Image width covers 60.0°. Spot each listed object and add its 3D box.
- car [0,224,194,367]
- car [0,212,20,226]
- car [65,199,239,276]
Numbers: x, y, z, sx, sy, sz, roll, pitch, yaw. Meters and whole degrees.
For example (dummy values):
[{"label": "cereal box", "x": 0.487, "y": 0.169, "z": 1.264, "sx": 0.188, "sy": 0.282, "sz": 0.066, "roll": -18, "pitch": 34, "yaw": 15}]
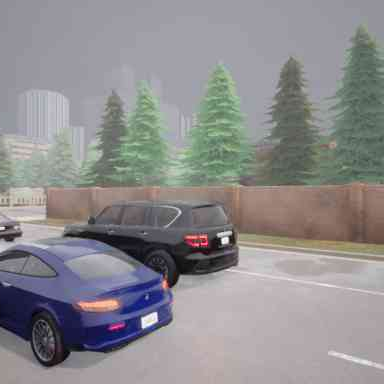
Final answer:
[{"label": "car", "x": -2.430, "y": 1.526, "z": 5.742, "sx": 4.674, "sy": 1.442, "sz": 1.812, "roll": 0, "pitch": 0, "yaw": 36}, {"label": "car", "x": -9.773, "y": 1.547, "z": 15.275, "sx": 5.357, "sy": 1.411, "sz": 2.033, "roll": 0, "pitch": 0, "yaw": 39}, {"label": "car", "x": -1.400, "y": 1.222, "z": 9.303, "sx": 5.566, "sy": 2.045, "sz": 2.150, "roll": 0, "pitch": 0, "yaw": 36}]
